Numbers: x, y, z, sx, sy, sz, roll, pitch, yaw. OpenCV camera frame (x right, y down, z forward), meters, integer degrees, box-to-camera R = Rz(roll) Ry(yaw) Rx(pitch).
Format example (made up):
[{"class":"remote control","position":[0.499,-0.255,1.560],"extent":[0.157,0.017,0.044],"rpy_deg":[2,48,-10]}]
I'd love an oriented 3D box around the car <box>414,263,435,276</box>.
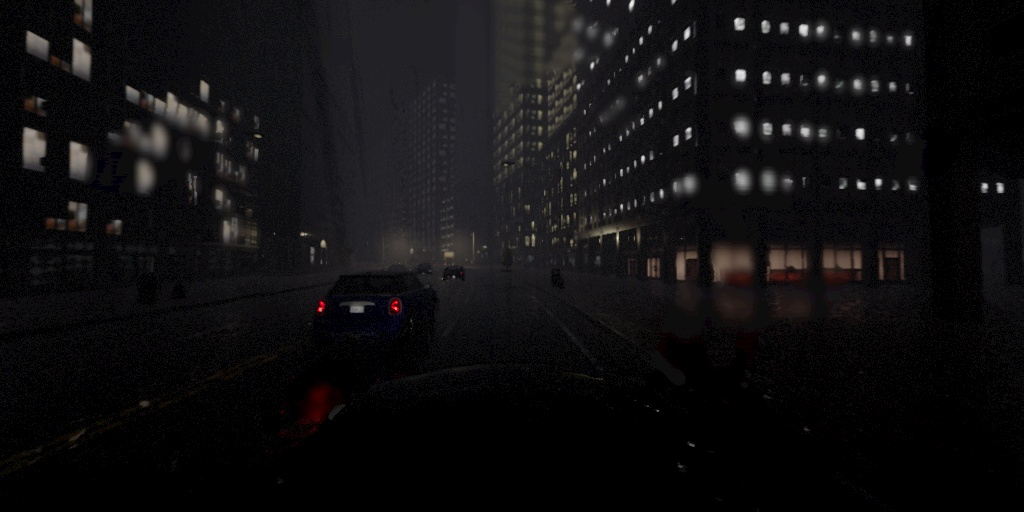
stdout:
[{"class":"car","position":[-10.120,1.529,41.786],"extent":[2.033,1.411,5.357],"rpy_deg":[0,0,-10]}]

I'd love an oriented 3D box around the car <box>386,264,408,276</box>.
[{"class":"car","position":[-13.545,1.585,42.451],"extent":[1.895,1.301,4.718],"rpy_deg":[0,0,-10]}]

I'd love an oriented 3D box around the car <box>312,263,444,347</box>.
[{"class":"car","position":[-3.356,1.157,9.726],"extent":[2.097,1.767,4.553],"rpy_deg":[0,0,-2]}]

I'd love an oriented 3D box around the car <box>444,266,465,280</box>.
[{"class":"car","position":[-5.335,1.536,33.303],"extent":[1.895,1.301,4.718],"rpy_deg":[0,0,-8]}]
